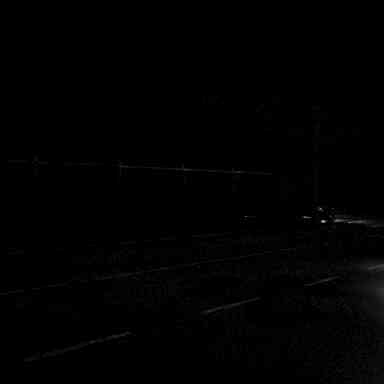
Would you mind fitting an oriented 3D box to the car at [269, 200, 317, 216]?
[{"bbox_3d":[10.462,1.581,34.835,1.812,1.442,4.674,0,0,-36],"label":"car"}]

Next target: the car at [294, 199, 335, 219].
[{"bbox_3d":[10.124,1.407,29.150,2.097,1.767,4.553,0,0,-34],"label":"car"}]
